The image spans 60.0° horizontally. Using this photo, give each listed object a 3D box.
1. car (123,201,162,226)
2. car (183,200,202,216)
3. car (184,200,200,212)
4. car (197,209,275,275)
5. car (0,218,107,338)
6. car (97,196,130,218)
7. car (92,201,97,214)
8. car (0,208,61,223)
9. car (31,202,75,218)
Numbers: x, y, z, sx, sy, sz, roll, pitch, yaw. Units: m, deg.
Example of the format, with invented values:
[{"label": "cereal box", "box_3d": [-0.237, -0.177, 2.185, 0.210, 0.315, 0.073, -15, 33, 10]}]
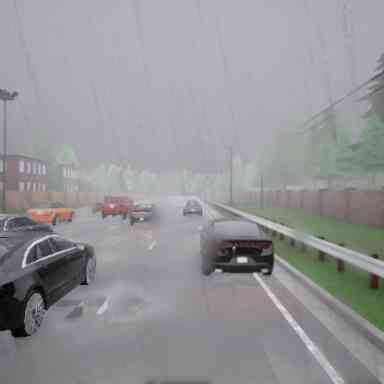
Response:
[{"label": "car", "box_3d": [-3.369, 1.629, 24.778, 2.128, 1.511, 4.902, 0, 0, 0]}, {"label": "car", "box_3d": [0.090, 1.755, 34.698, 1.994, 1.385, 4.181, 0, 0, 0]}, {"label": "car", "box_3d": [0.064, 1.793, 44.725, 2.033, 1.411, 5.357, 0, 0, 0]}, {"label": "car", "box_3d": [1.240, 1.537, 10.656, 1.882, 1.535, 5.008, 0, 0, 0]}, {"label": "car", "box_3d": [-3.390, 1.529, 6.652, 2.128, 1.511, 4.902, 0, 0, 0]}, {"label": "car", "box_3d": [-6.863, 1.394, 31.211, 2.150, 2.045, 5.566, 0, 0, 0]}, {"label": "car", "box_3d": [-10.353, 1.723, 39.307, 1.837, 1.490, 4.892, 0, 0, 0]}, {"label": "car", "box_3d": [-6.883, 1.575, 12.384, 1.837, 1.490, 4.892, 0, 0, 0]}, {"label": "car", "box_3d": [-10.369, 1.490, 24.670, 2.097, 1.767, 4.553, 0, 0, -1]}]
